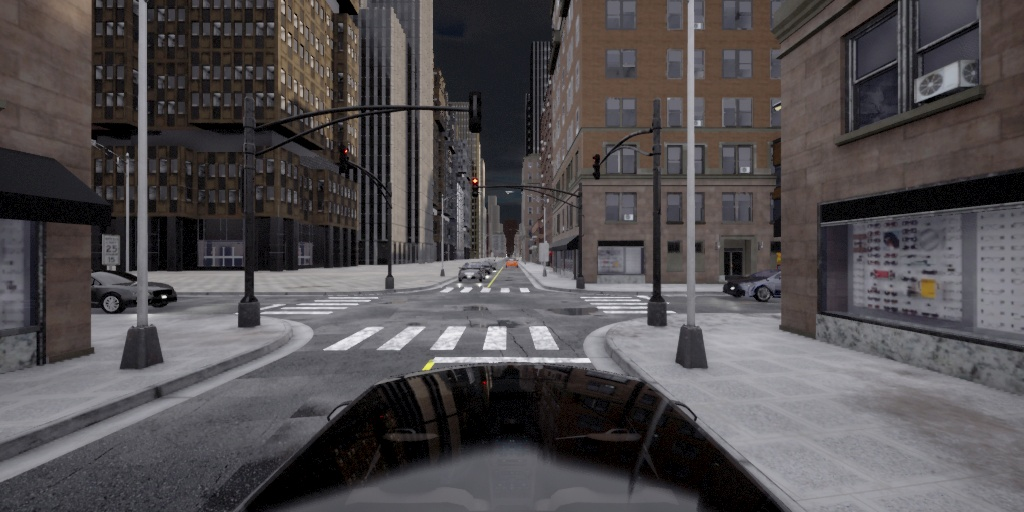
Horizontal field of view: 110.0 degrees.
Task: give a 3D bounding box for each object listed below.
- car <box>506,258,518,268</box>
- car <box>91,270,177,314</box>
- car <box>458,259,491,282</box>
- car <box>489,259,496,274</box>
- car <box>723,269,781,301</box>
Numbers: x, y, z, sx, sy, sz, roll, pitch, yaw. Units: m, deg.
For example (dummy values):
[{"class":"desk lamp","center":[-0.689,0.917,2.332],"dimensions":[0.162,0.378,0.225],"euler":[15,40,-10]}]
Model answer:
[{"class":"car","center":[-0.025,1.103,61.640],"dimensions":[2.097,1.767,4.553],"euler":[0,0,0]},{"class":"car","center":[-15.259,1.259,13.210],"dimensions":[4.892,1.490,1.837],"euler":[0,0,-1]},{"class":"car","center":[-3.155,1.243,28.906],"dimensions":[2.128,1.511,4.902],"euler":[0,0,0]},{"class":"car","center":[-3.177,1.299,39.312],"dimensions":[2.033,1.411,5.357],"euler":[0,0,0]},{"class":"car","center":[12.220,1.314,16.648],"dimensions":[4.181,1.385,1.994],"euler":[0,0,-1]}]
